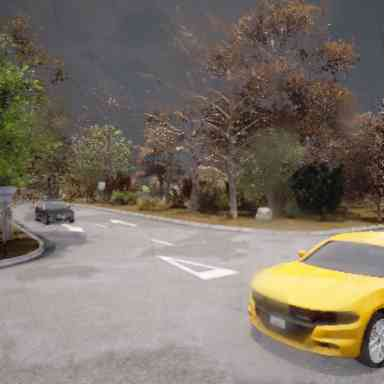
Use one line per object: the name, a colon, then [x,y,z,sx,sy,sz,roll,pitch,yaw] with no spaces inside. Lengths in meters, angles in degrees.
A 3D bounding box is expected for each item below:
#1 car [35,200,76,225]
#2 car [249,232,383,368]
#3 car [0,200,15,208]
car: [-9.691,1.352,23.363,1.837,1.490,4.892,-3,3,-36]
car: [3.194,1.502,5.962,5.008,1.535,1.882,0,0,-35]
car: [-22.244,0.992,37.412,4.674,1.442,1.812,1,2,18]
